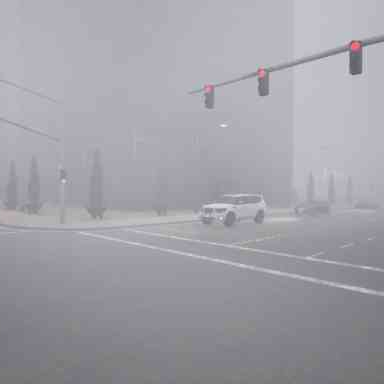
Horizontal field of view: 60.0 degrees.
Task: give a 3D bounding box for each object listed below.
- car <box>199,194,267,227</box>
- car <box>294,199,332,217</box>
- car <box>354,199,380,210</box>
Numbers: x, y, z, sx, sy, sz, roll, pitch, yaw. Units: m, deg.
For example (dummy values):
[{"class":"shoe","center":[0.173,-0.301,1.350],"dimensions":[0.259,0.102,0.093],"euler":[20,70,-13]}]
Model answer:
[{"class":"car","center":[2.939,1.159,22.822],"dimensions":[5.566,2.045,2.150],"euler":[0,0,-44]},{"class":"car","center":[11.353,1.434,31.079],"dimensions":[4.902,1.511,2.128],"euler":[0,1,-45]},{"class":"car","center":[21.736,1.517,41.225],"dimensions":[4.181,1.385,1.994],"euler":[0,0,-44]}]
